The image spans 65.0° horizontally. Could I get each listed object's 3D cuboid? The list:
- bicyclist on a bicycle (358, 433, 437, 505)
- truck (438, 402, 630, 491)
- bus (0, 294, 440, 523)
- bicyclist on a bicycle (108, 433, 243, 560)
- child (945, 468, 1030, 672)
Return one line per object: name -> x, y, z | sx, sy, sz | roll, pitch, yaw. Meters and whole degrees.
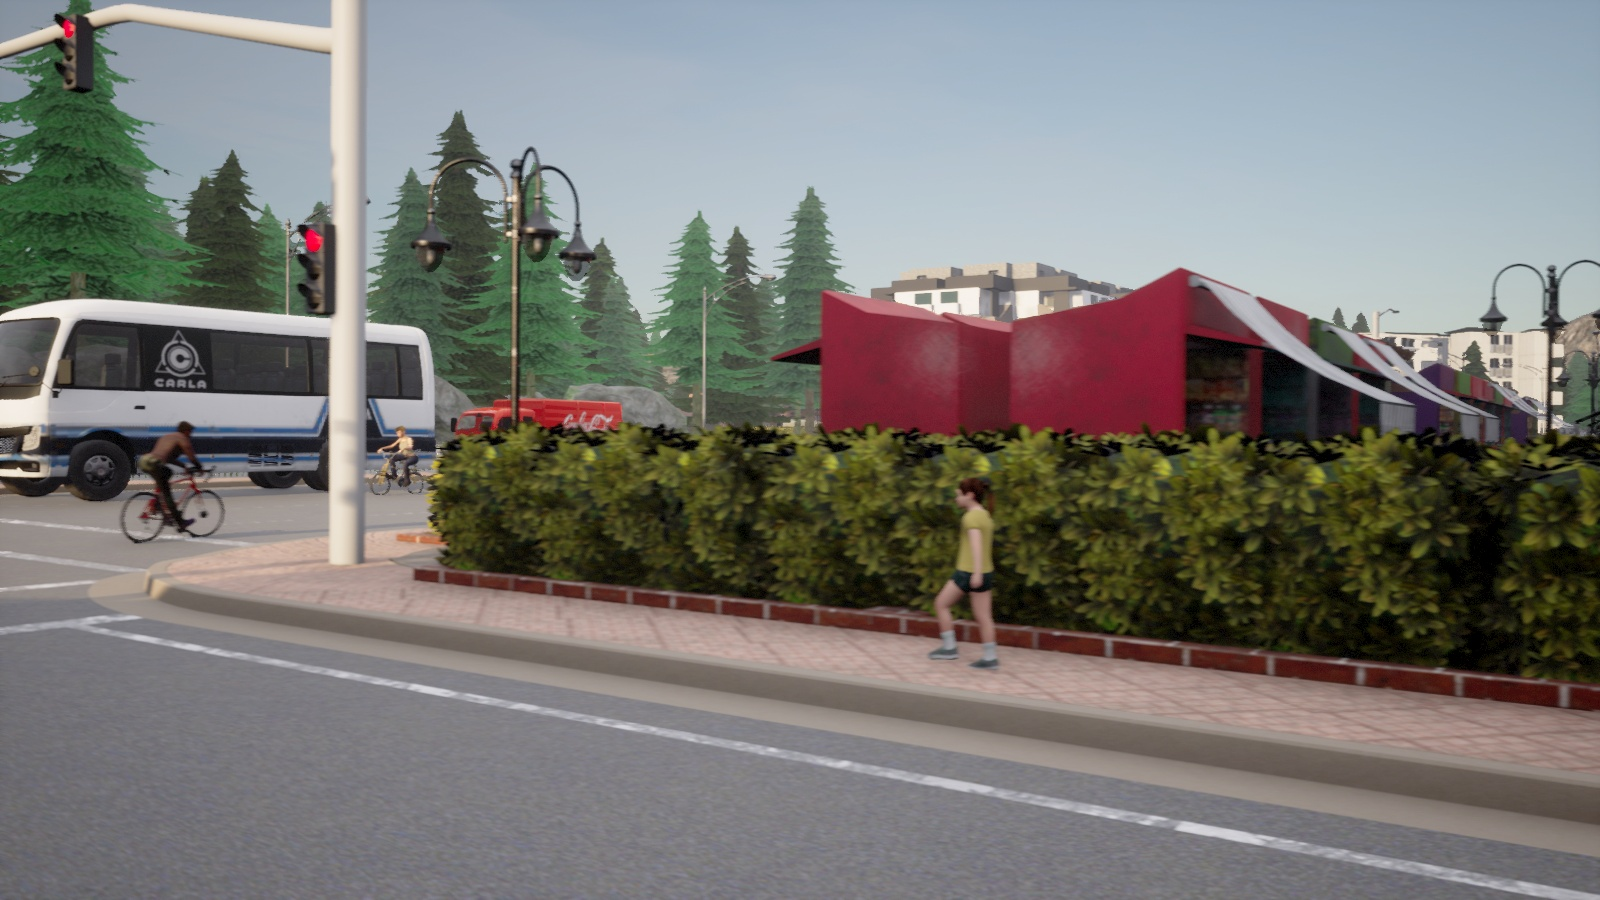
bicyclist on a bicycle -> -9.282, 0.412, 28.987 | 0.866, 1.612, 1.509 | 0, 1, 34
truck -> -7.814, -0.140, 37.426 | 2.627, 2.467, 5.204 | 0, 1, 34
bus -> -13.686, -0.858, 28.727 | 3.944, 4.253, 10.273 | 0, 1, 34
bicyclist on a bicycle -> -8.405, 0.584, 16.981 | 0.582, 1.620, 1.656 | 1, 1, 23
child -> 1.058, 0.659, 7.080 | 0.394, 1.110, 0.255 | 0, 1, 31
